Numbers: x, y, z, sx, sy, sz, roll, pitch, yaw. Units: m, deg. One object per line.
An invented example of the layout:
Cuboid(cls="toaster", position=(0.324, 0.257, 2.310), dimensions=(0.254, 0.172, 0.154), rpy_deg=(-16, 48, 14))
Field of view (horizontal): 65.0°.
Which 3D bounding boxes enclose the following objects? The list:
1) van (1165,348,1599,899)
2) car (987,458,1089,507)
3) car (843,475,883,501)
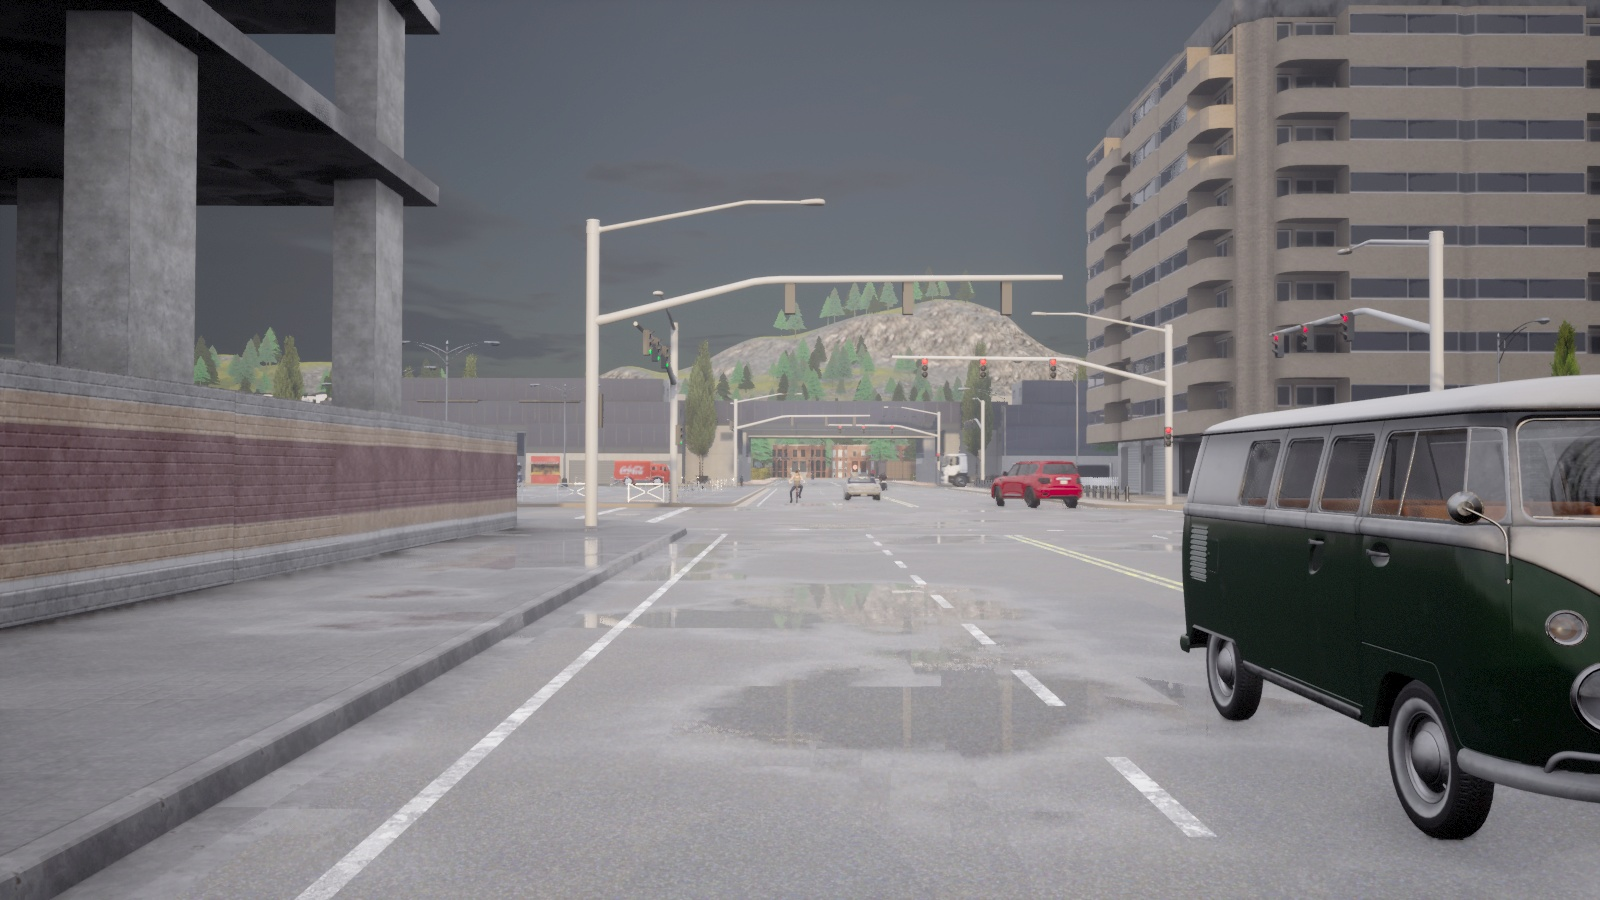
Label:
Cuboid(cls="van", position=(3.485, 0.665, 6.680), dimensions=(1.775, 1.987, 4.442), rpy_deg=(0, -1, 0))
Cuboid(cls="car", position=(10.416, 1.418, 55.456), dimensions=(2.150, 2.045, 5.566), rpy_deg=(0, -1, -15))
Cuboid(cls="car", position=(3.353, 2.037, 67.789), dimensions=(1.895, 1.301, 4.718), rpy_deg=(0, -1, 0))
